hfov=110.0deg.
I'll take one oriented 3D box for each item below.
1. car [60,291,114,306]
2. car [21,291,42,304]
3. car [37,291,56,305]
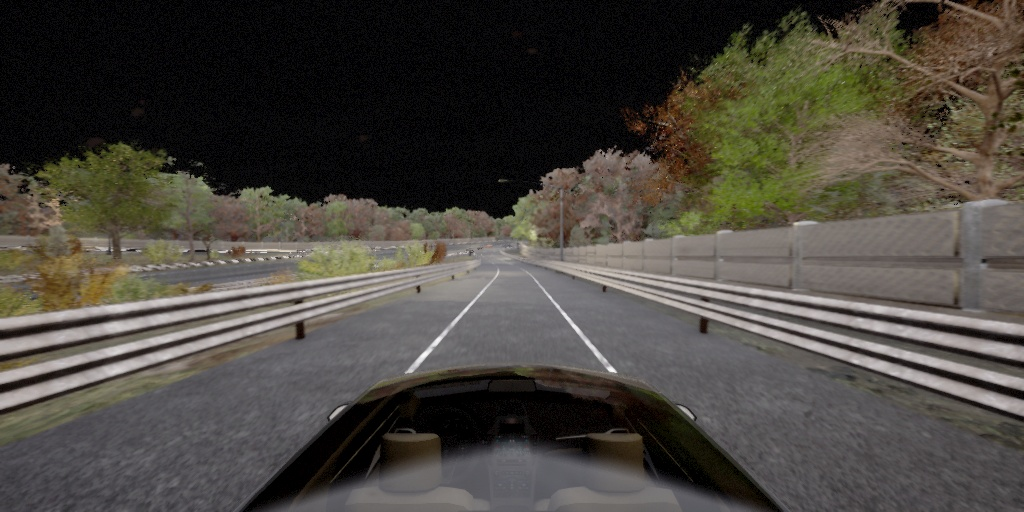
[{"bbox_3d":[-41.792,4.367,36.564,1.812,1.442,4.674,1,4,15],"label":"car"},{"bbox_3d":[-48.574,4.284,38.321,1.895,1.301,4.718,1,4,15],"label":"car"},{"bbox_3d":[-45.174,4.361,37.488,1.895,1.301,4.718,1,4,15],"label":"car"}]
